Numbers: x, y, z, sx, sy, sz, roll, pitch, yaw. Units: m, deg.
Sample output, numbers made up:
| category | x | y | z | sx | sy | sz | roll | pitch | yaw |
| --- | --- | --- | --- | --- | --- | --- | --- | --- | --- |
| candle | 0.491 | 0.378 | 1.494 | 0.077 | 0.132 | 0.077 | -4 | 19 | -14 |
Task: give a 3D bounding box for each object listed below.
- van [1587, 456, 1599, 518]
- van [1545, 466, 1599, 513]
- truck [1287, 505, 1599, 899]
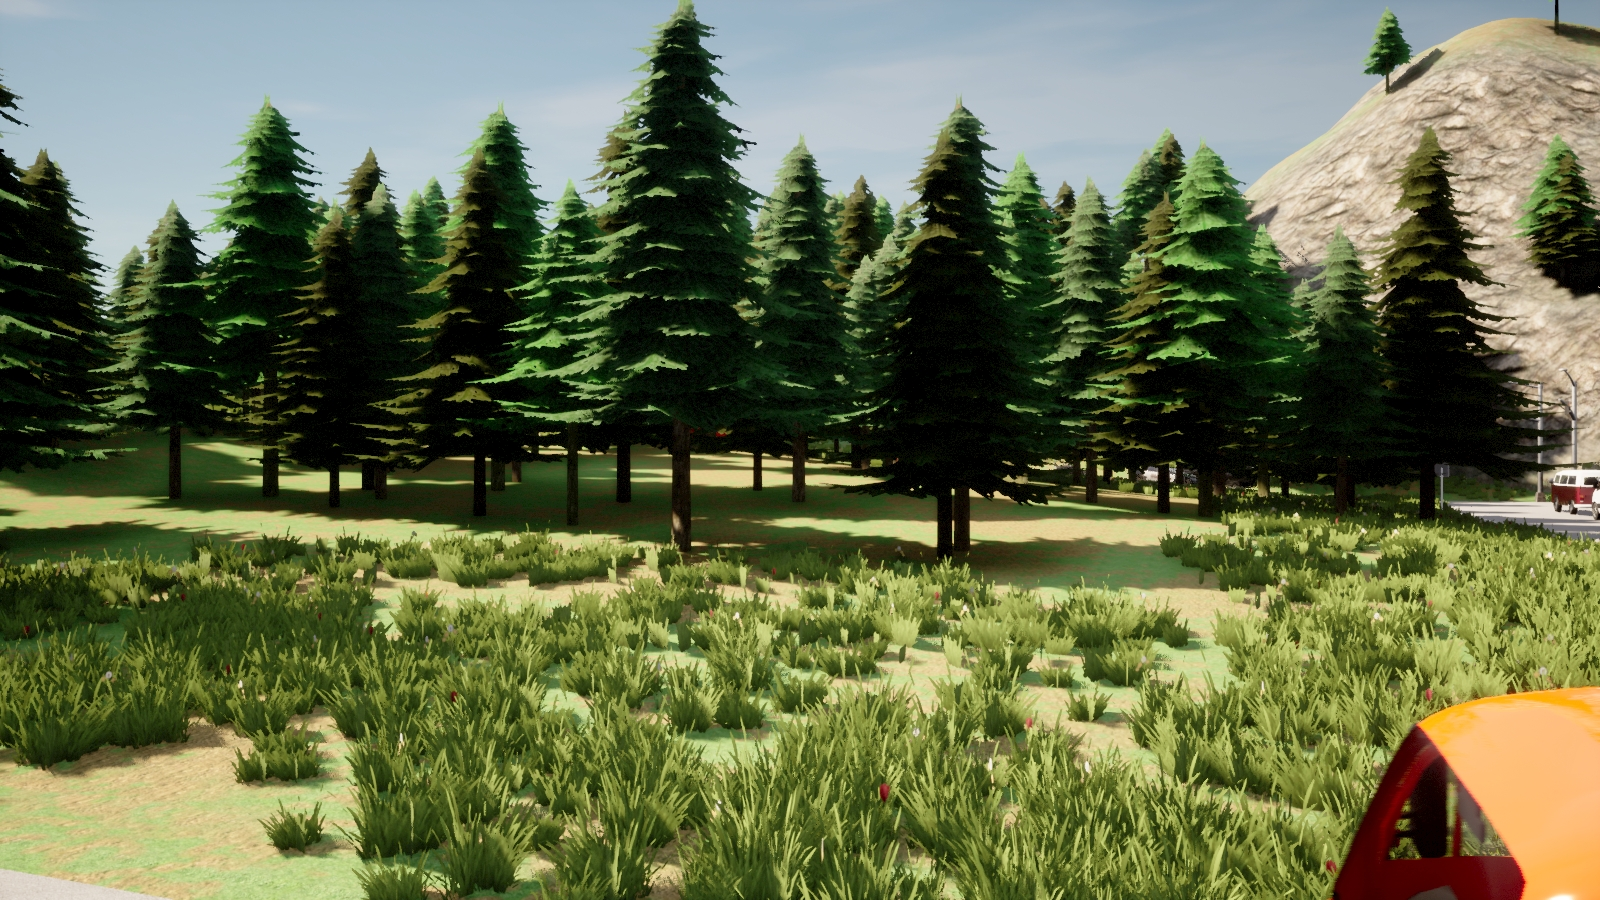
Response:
| category | x | y | z | sx | sy | sz | roll | pitch | yaw |
| --- | --- | --- | --- | --- | --- | --- | --- | --- | --- |
| van | 33.726 | 1.534 | 45.978 | 1.988 | 2.561 | 5.915 | 0 | 0 | 20 |
| van | 36.159 | 1.782 | 52.642 | 2.069 | 2.038 | 4.480 | 0 | 0 | 20 |
| truck | 3.743 | 1.426 | 1.983 | 5.204 | 2.467 | 2.627 | 0 | 0 | 20 |
